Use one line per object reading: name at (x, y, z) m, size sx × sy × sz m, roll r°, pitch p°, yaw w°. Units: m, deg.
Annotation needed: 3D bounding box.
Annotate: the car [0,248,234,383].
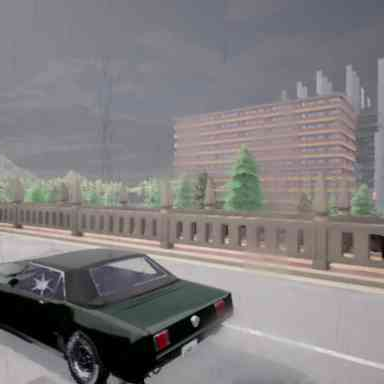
car at (-1.833, 1.588, 5.301) m, size 4.718 × 1.301 × 1.895 m, roll 0°, pitch 0°, yaw 35°
